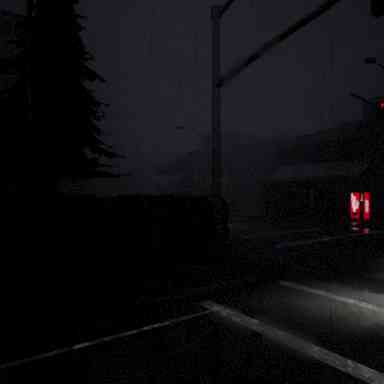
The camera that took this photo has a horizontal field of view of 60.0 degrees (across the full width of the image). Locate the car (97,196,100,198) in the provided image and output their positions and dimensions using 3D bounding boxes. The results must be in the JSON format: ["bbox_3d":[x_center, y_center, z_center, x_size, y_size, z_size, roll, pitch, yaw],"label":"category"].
[{"bbox_3d":[-11.225,1.175,37.606,2.097,1.767,4.553,0,0,-35],"label":"car"}]
